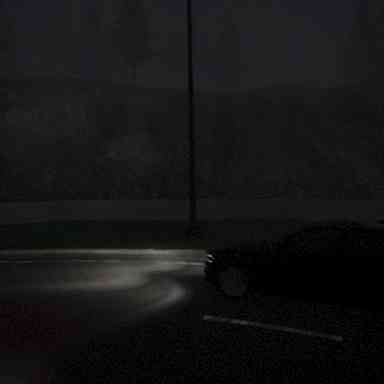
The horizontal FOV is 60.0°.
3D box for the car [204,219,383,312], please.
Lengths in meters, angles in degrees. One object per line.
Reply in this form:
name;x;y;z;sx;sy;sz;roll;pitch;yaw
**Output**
car;2.606;1.256;6.232;5.008;1.535;1.882;0;1;30
